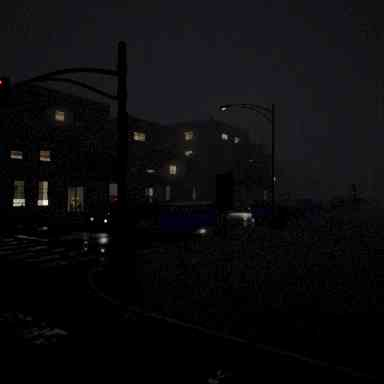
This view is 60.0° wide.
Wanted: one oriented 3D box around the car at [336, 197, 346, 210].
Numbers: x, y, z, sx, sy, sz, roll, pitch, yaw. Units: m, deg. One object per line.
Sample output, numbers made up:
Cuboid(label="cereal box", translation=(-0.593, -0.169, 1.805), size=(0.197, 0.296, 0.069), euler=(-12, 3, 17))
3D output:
Cuboid(label="car", translation=(18.921, 1.729, 44.779), size=(1.947, 1.339, 4.313), euler=(0, 0, 35))

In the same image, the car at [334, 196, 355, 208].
Cuboid(label="car", translation=(22.099, 1.497, 49.297), size=(2.192, 1.841, 5.009), euler=(0, 0, 35))

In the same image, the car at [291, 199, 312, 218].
Cuboid(label="car", translation=(9.393, 1.656, 31.228), size=(1.887, 1.381, 4.507), euler=(0, 0, 35))

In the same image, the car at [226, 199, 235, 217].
Cuboid(label="car", translation=(1.703, 1.531, 30.348), size=(1.882, 1.535, 5.008), euler=(1, 0, 35))

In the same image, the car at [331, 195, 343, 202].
Cuboid(label="car", translation=(37.483, 1.713, 85.750), size=(1.967, 1.590, 4.097), euler=(0, 0, 35))

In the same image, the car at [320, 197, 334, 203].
Cuboid(label="car", translation=(31.131, 1.792, 76.716), size=(1.947, 1.339, 4.313), euler=(0, 0, 35))

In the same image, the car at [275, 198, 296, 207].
Cuboid(label="car", translation=(15.252, 1.666, 54.131), size=(1.887, 1.381, 4.507), euler=(0, 0, 35))

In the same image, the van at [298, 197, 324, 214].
Cuboid(label="van", translation=(12.571, 1.469, 35.745), size=(1.690, 1.788, 3.998), euler=(0, 0, 35))

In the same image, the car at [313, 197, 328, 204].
Cuboid(label="car", translation=(27.857, 1.729, 72.060), size=(1.752, 1.417, 4.829), euler=(0, 0, 35))

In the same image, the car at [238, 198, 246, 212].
Cuboid(label="car", translation=(7.726, 1.577, 38.894), size=(2.128, 1.511, 4.902), euler=(1, 0, 35))

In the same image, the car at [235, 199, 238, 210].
Cuboid(label="car", translation=(5.726, 1.507, 40.581), size=(1.967, 1.590, 4.097), euler=(0, 0, 35))

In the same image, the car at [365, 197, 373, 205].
Cuboid(label="car", translation=(34.801, 1.810, 67.365), size=(1.887, 1.381, 4.507), euler=(0, 0, 35))

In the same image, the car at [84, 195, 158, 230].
Cuboid(label="car", translation=(-4.294, 1.248, 21.821), size=(2.150, 2.045, 5.566), euler=(1, 0, 35))

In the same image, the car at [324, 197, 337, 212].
Cuboid(label="car", translation=(15.844, 1.671, 40.402), size=(1.752, 1.417, 4.829), euler=(0, 0, 35))

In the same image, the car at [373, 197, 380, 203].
Cuboid(label="car", translation=(44.328, 1.900, 80.916), size=(1.947, 1.339, 4.313), euler=(0, 0, 35))

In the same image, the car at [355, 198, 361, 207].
Cuboid(label="car", translation=(25.275, 1.517, 53.814), size=(2.192, 1.841, 5.009), euler=(0, 0, 35))

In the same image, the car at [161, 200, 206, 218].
Cuboid(label="car", translation=(-0.725, 1.559, 31.407), size=(1.752, 1.417, 4.829), euler=(0, 0, 35))

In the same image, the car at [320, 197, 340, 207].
Cuboid(label="car", translation=(22.731, 1.658, 54.698), size=(1.882, 1.535, 5.008), euler=(1, 0, 35))

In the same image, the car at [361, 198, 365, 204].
Cuboid(label="car", translation=(28.547, 1.748, 58.470), size=(1.752, 1.417, 4.829), euler=(0, 0, 35))

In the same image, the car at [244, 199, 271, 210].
Cuboid(label="car", translation=(8.901, 1.629, 45.098), size=(1.887, 1.381, 4.507), euler=(0, 0, 35))

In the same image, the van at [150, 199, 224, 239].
Cuboid(label="van", translation=(-0.133, 1.407, 17.677), size=(1.690, 1.788, 3.998), euler=(0, 0, 35))

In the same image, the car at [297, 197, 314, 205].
Cuboid(label="car", translation=(21.604, 1.706, 63.165), size=(1.887, 1.381, 4.507), euler=(0, 0, 35))

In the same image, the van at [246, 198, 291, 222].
Cuboid(label="van", translation=(6.219, 1.436, 26.712), size=(1.690, 1.788, 3.998), euler=(0, 0, 35))
